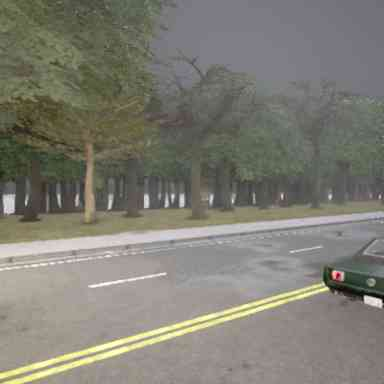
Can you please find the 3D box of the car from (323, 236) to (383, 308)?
[{"bbox_3d":[4.876,1.553,6.908,4.718,1.301,1.895,0,0,-35],"label":"car"}]
